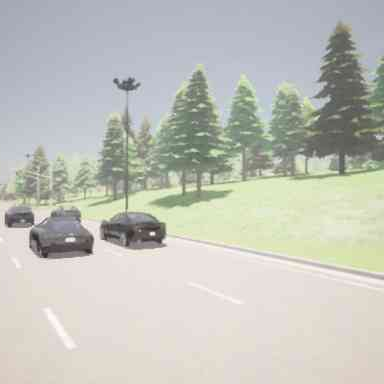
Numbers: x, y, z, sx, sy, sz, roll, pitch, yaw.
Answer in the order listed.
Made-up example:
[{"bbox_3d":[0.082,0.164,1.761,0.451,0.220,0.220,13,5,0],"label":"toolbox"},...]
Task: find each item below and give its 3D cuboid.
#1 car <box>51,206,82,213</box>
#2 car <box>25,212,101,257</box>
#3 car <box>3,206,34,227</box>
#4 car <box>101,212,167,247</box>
[{"bbox_3d":[-10.760,1.900,28.352,2.128,1.511,4.902,0,-1,-33],"label":"car"},{"bbox_3d":[-5.607,1.769,14.083,1.994,1.385,4.181,0,-1,-33],"label":"car"},{"bbox_3d":[-13.706,1.889,26.461,1.837,1.490,4.892,0,-1,-33],"label":"car"},{"bbox_3d":[-3.057,1.716,16.590,1.882,1.535,5.008,0,-1,-33],"label":"car"}]
